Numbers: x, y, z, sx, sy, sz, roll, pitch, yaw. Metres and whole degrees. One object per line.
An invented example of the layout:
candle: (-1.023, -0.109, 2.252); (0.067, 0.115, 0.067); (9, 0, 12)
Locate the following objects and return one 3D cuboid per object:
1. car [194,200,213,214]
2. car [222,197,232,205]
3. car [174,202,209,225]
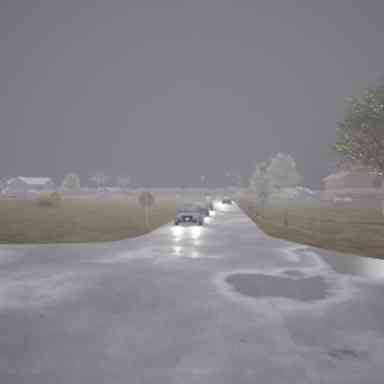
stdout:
car: (0.828, 1.627, 34.126); (1.882, 1.535, 5.008); (-1, 0, 6)
car: (6.761, 1.735, 64.738); (1.882, 1.535, 5.008); (-1, 0, 6)
car: (-0.096, 1.680, 24.891); (1.994, 1.385, 4.181); (-1, 0, 7)
